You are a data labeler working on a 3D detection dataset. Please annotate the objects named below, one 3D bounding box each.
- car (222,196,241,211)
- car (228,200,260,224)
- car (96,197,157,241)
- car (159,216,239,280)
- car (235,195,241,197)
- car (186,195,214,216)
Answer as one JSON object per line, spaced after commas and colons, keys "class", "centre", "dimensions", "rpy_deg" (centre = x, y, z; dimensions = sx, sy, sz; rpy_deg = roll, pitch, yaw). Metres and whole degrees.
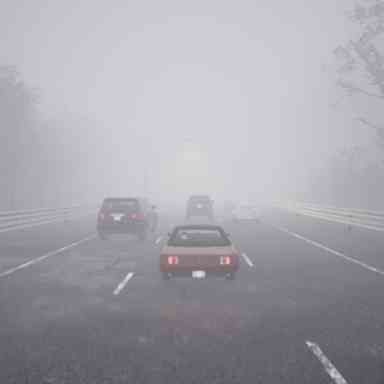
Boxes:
{"class": "car", "centre": [4.730, 1.627, 41.574], "dimensions": [2.033, 1.411, 5.357], "rpy_deg": [0, 0, 4]}
{"class": "car", "centre": [4.020, 1.569, 25.320], "dimensions": [1.812, 1.442, 4.674], "rpy_deg": [0, 0, 3]}
{"class": "car", "centre": [-3.170, 1.244, 17.069], "dimensions": [2.150, 2.045, 5.566], "rpy_deg": [0, 0, 1]}
{"class": "car", "centre": [0.194, 1.615, 9.914], "dimensions": [1.895, 1.301, 4.718], "rpy_deg": [0, 0, 1]}
{"class": "car", "centre": [12.747, 1.626, 93.556], "dimensions": [1.812, 1.442, 4.674], "rpy_deg": [0, 0, 8]}
{"class": "car", "centre": [0.681, 1.268, 28.402], "dimensions": [2.150, 2.045, 5.566], "rpy_deg": [0, 0, 2]}
